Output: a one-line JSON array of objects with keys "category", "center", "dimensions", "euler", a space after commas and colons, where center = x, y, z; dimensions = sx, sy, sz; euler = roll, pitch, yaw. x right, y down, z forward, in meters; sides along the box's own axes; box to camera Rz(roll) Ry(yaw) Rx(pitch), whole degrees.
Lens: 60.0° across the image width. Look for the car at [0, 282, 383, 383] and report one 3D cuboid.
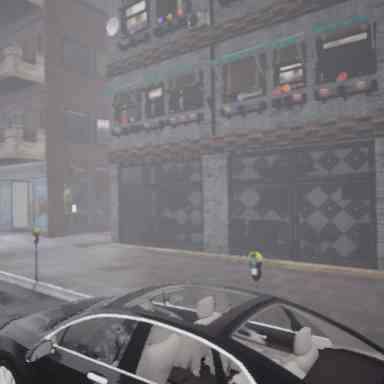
[{"category": "car", "center": [-0.209, 1.553, 3.040], "dimensions": [4.403, 1.369, 2.008], "euler": [0, -1, 36]}]
